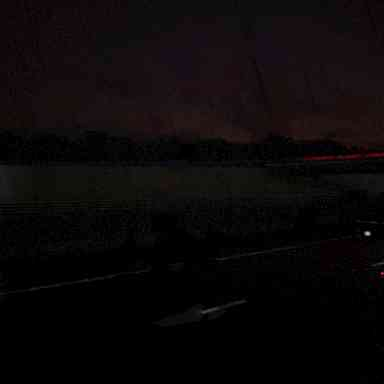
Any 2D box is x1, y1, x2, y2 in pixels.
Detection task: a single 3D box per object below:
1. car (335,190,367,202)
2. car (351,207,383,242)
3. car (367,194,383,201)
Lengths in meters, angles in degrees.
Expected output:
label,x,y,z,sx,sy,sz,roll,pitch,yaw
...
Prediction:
label,x,y,z,sx,sy,sz,roll,pitch,yaw
car,21.855,0.709,45.352,5.566,2.045,2.150,-1,1,-35
car,8.809,1.363,14.346,4.902,1.511,2.128,-1,1,-35
car,25.284,1.029,43.488,4.181,1.385,1.994,-1,1,-35
